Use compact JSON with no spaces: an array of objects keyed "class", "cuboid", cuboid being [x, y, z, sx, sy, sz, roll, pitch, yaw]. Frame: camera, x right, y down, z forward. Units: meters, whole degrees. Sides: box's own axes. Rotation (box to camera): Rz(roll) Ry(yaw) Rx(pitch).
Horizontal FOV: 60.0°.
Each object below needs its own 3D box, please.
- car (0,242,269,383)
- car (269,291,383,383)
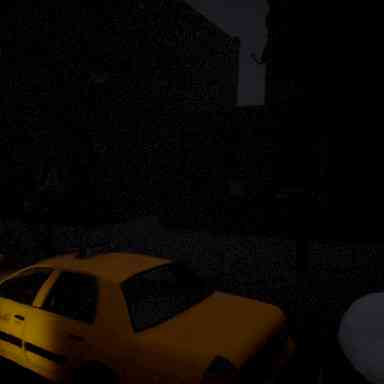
[{"class":"car","cuboid":[-1.472,1.451,4.431,5.366,1.575,1.946,0,0,32]},{"class":"car","cuboid":[3.430,1.197,1.315,5.566,2.045,2.435,0,0,32]}]
